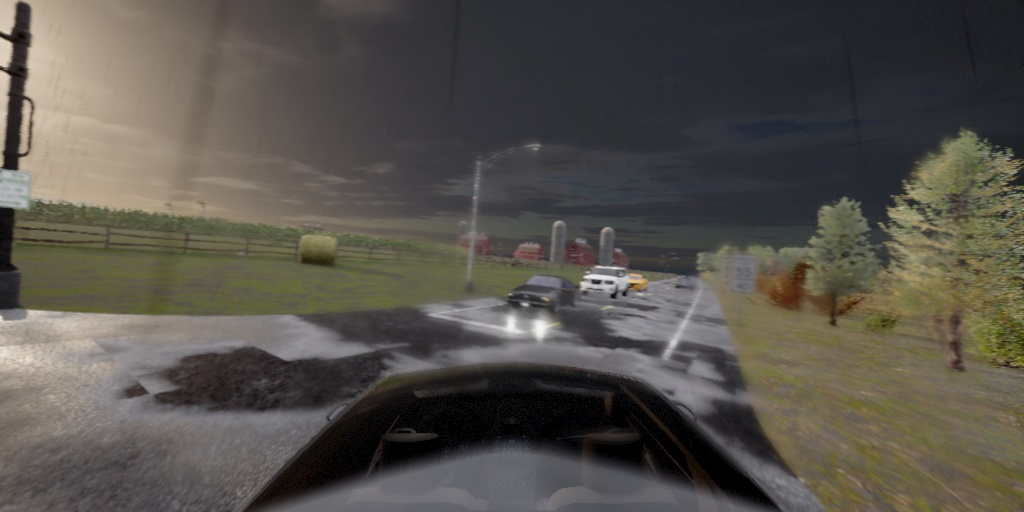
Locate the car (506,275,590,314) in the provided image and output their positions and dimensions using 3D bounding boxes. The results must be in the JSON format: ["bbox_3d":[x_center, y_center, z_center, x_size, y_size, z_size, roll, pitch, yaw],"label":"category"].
[{"bbox_3d":[1.652,1.563,15.890,2.033,1.411,5.357,4,-1,25],"label":"car"}]

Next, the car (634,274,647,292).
[{"bbox_3d":[11.399,2.453,33.583,1.882,1.535,5.008,4,-1,29],"label":"car"}]

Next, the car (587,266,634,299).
[{"bbox_3d":[6.520,1.713,24.639,2.150,2.045,5.566,4,-1,29],"label":"car"}]

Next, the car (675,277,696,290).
[{"bbox_3d":[21.655,3.489,44.847,1.994,1.385,4.181,4,-1,29],"label":"car"}]
